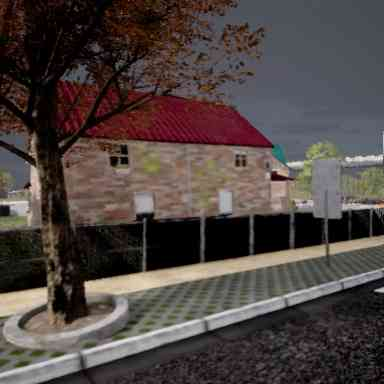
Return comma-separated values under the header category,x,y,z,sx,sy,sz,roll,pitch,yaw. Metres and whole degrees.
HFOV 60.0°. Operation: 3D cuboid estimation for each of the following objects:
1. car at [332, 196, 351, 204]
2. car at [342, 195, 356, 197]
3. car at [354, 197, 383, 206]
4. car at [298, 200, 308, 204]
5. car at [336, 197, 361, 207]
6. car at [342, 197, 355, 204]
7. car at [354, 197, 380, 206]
category,x,y,z,sx,sy,sz,roll,pitch,yaw
car,31.194,1.654,69.687,1.837,1.490,4.892,-2,-1,0
car,24.490,1.549,51.803,2.150,2.045,5.566,-2,-1,1
car,21.079,1.681,38.180,2.097,1.767,4.553,-2,0,1
car,21.406,2.140,63.910,1.895,1.301,4.718,-2,-1,0
car,27.861,1.772,59.293,2.128,1.511,4.902,-2,-1,0
car,21.182,1.889,47.714,2.128,1.511,4.902,-2,0,1
car,31.107,1.666,59.260,2.128,1.511,4.902,-2,-1,0
